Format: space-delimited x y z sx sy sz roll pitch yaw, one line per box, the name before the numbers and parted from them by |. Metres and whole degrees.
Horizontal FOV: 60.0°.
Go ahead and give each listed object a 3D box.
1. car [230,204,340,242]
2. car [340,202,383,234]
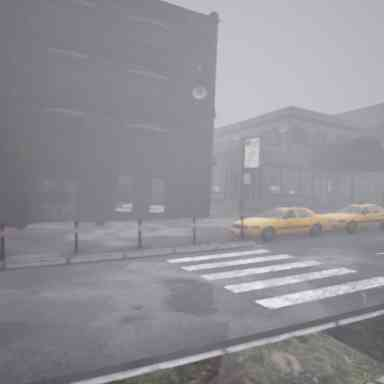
car | 4.324 1.390 15.884 5.366 1.575 1.946 0 0 -29
car | 9.173 1.350 18.528 5.366 1.575 1.946 0 0 -29
